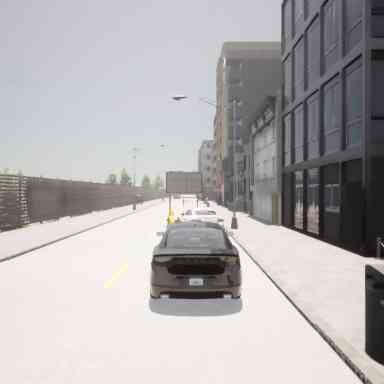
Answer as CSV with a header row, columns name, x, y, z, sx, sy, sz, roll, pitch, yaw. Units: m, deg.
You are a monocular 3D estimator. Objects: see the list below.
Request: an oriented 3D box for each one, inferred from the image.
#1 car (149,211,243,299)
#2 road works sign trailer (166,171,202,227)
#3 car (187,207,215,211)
name,x,y,z,sx,sy,sz,roll,pitch,yaw
car,0.073,1.478,8.500,1.882,1.535,5.008,0,0,0
road works sign trailer,-0.558,0.464,21.332,2.380,3.560,2.880,0,0,-17
car,0.445,1.539,17.851,1.812,1.442,4.674,0,-1,-10
